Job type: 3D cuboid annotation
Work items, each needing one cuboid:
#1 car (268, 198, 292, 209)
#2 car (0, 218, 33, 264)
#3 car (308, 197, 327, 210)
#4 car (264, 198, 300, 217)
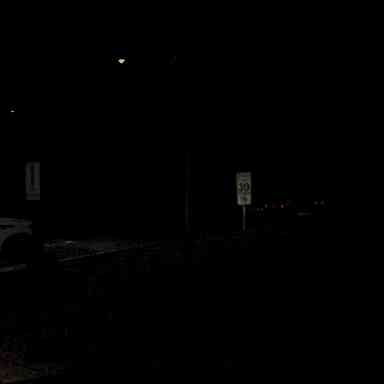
[{"bbox_3d":[13.068,1.614,49.094,1.812,1.442,4.674,-1,-1,35],"label":"car"},{"bbox_3d":[-7.130,1.233,9.339,2.150,2.045,5.566,-1,0,35],"label":"car"},{"bbox_3d":[16.436,1.367,42.608,2.097,1.767,4.553,-1,-1,35],"label":"car"},{"bbox_3d":[8.576,1.341,31.515,2.097,1.767,4.553,-1,-1,35],"label":"car"}]
